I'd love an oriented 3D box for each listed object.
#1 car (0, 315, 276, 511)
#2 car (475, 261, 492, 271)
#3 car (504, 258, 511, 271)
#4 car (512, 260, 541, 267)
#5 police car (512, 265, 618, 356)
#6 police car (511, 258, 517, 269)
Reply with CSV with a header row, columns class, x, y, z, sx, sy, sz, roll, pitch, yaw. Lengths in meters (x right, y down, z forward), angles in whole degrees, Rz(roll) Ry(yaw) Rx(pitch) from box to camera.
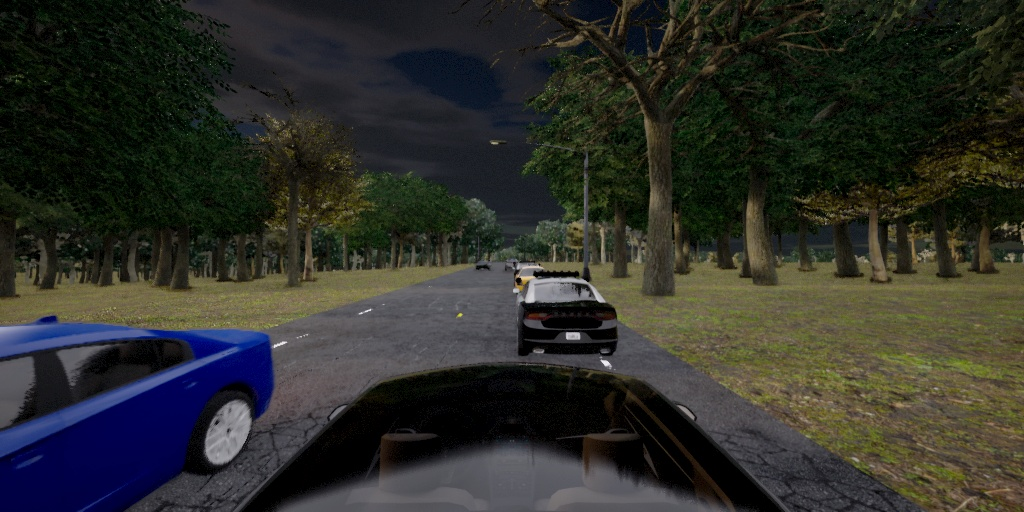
class,x,y,z,sx,sy,sz,roll,pitch,yaw
car,-3.599,1.228,1.949,1.882,1.535,5.008,0,0,0
car,-3.580,1.241,45.257,1.895,1.301,4.718,0,0,0
car,0.037,1.128,45.977,2.128,1.511,4.902,0,0,1
car,1.057,1.191,18.850,1.801,1.575,5.366,0,0,0
police car,1.054,1.174,8.767,1.930,1.638,5.238,0,0,0
police car,1.060,1.147,24.770,1.930,1.638,5.238,0,0,0
